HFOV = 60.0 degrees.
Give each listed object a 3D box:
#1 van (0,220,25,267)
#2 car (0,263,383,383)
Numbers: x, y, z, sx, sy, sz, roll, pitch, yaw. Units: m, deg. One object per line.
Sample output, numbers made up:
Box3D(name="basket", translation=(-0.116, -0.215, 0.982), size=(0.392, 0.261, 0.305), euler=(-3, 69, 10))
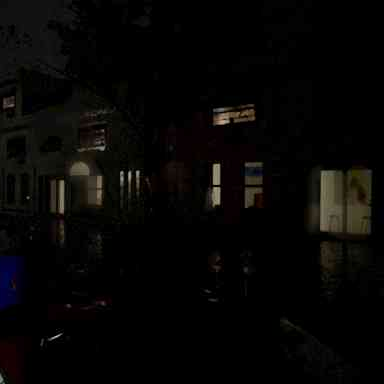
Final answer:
Box3D(name="van", translation=(-4.838, 1.339, 6.302), size=(3.998, 1.788, 1.690), euler=(0, 1, 35))
Box3D(name="car", translation=(-0.314, 1.581, 3.091), size=(4.206, 1.307, 1.802), euler=(0, 1, 35))
